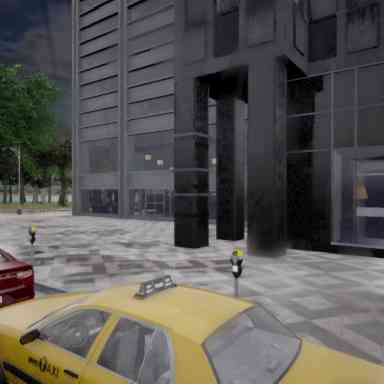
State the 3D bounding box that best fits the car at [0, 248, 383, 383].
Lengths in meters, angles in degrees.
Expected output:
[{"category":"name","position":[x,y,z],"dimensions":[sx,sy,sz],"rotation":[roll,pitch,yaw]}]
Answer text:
[{"category":"car","position":[-0.558,1.525,3.361],"dimensions":[4.829,1.417,1.752],"rotation":[0,0,36]}]
